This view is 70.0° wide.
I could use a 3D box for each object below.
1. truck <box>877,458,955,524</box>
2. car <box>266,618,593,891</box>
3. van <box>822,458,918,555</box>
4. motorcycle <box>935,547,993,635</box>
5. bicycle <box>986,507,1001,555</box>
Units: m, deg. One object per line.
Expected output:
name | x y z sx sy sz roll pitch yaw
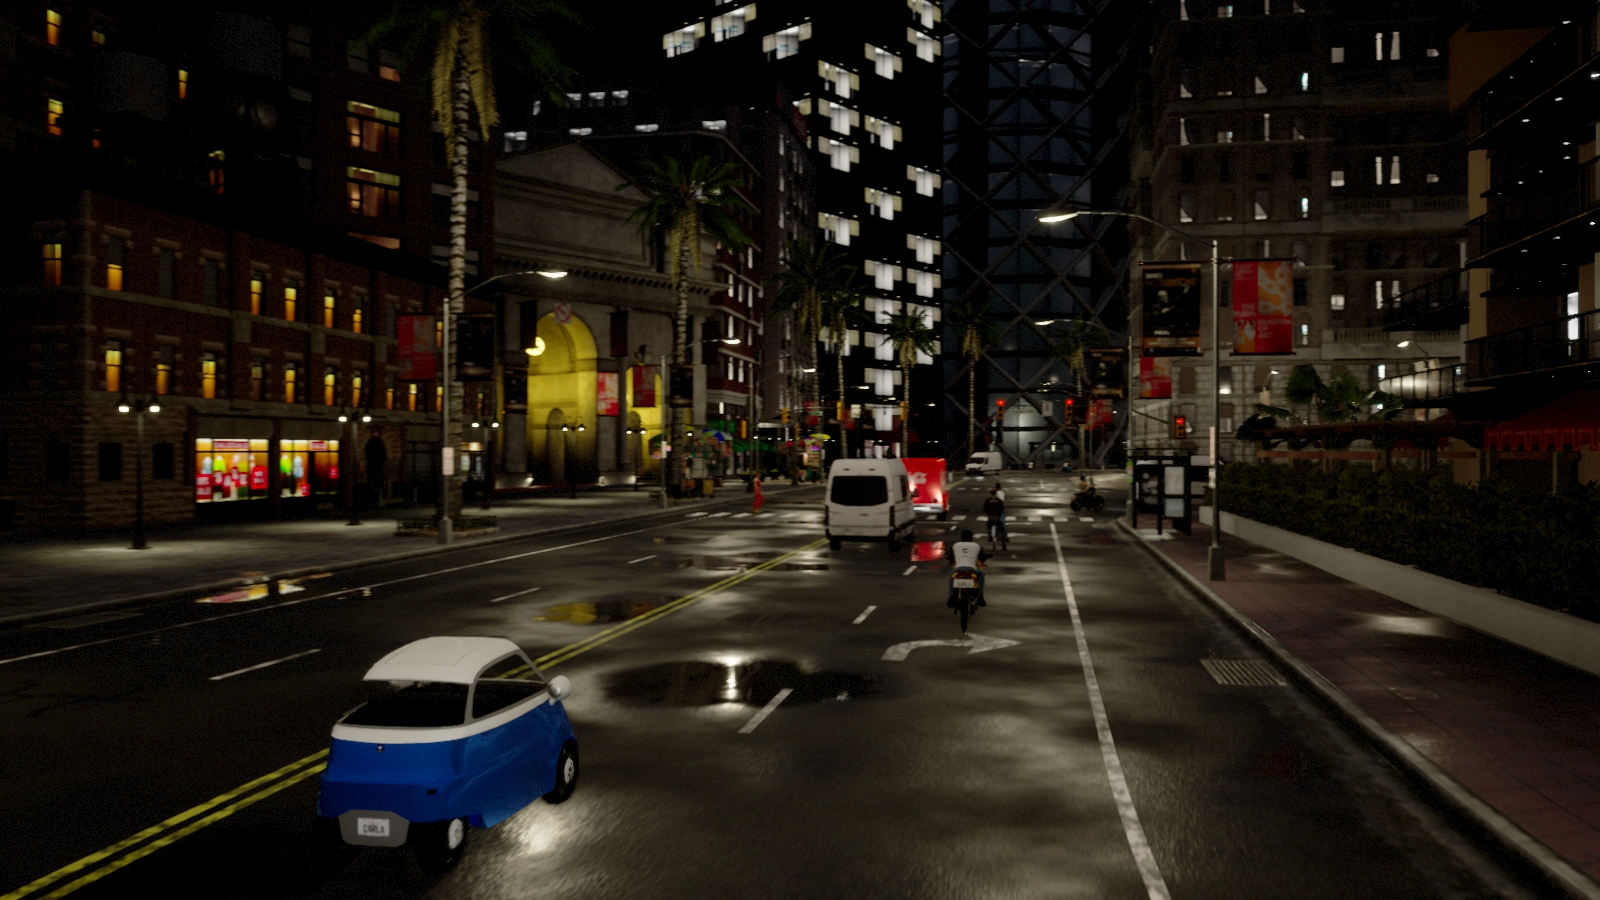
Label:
truck | 4.770 1.572 46.177 2.627 2.467 5.204 0 0 12
car | -2.609 2.118 8.483 1.481 1.376 2.207 0 0 8
van | 2.171 1.536 33.657 1.988 2.561 5.915 0 0 12
motorcycle | 2.643 2.215 18.255 0.803 1.145 2.033 0 0 11
bicycle | 5.345 2.214 31.520 0.329 1.171 1.835 0 0 11
